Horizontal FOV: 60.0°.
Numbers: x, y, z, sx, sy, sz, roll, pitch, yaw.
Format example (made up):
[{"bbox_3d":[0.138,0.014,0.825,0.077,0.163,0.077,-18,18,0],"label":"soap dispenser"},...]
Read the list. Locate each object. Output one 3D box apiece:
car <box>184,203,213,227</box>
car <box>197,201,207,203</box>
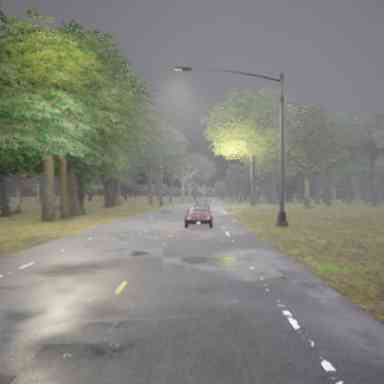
[{"bbox_3d":[0.486,1.711,23.557,1.895,1.301,4.718,0,0,2],"label":"car"},{"bbox_3d":[1.234,1.821,41.747,1.994,1.385,4.181,0,-1,3],"label":"car"}]
